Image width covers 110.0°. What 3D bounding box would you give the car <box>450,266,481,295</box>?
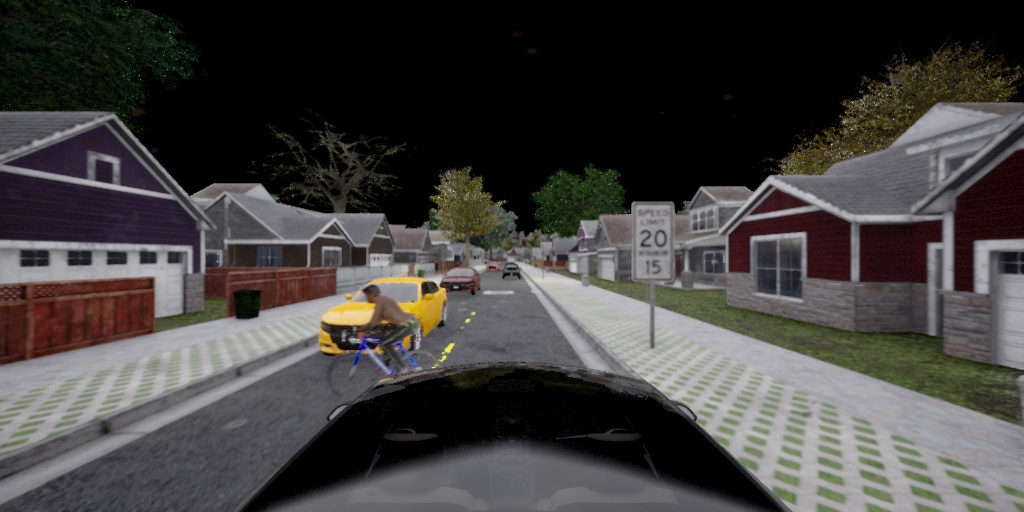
[{"bbox_3d":[-2.914,1.380,21.146,1.882,1.535,5.008,0,-1,0],"label":"car"}]

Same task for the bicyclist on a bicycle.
[{"bbox_3d":[-1.822,1.229,5.119,1.656,1.620,0.582,-2,0,0],"label":"bicyclist on a bicycle"}]

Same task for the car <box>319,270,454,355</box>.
[{"bbox_3d":[-2.876,1.286,9.035,1.882,1.535,5.008,0,0,0],"label":"car"}]

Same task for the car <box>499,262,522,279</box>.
[{"bbox_3d":[-0.041,1.522,36.573,1.837,1.490,4.892,0,-1,0],"label":"car"}]

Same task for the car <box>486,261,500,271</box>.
[{"bbox_3d":[-3.054,1.517,57.288,2.097,1.767,4.553,0,0,0],"label":"car"}]
